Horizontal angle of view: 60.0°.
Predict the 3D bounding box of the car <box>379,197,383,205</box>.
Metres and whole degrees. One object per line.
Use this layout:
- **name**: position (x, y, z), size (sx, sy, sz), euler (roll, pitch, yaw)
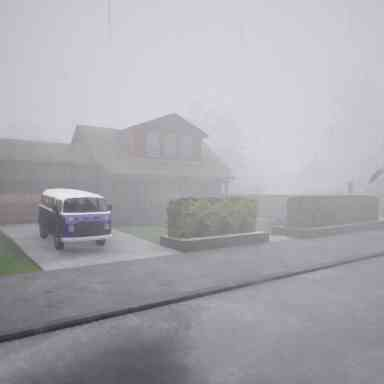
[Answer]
- **car**: position (24.678, 0.985, 41.408), size (3.866, 1.878, 1.905), euler (0, 0, 0)
